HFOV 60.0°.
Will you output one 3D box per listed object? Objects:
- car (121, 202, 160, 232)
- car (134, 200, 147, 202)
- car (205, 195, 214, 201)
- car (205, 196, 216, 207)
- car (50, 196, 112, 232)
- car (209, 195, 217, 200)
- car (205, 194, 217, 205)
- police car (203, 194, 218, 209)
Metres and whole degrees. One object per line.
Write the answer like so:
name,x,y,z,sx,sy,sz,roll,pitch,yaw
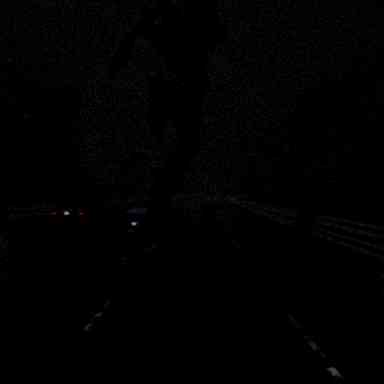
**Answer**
car,-3.078,1.541,20.329,1.812,1.442,4.674,0,0,2
car,-5.880,1.599,38.019,1.994,1.385,4.181,0,0,3
car,4.191,1.463,79.495,1.812,1.442,4.674,0,0,6
car,3.148,1.525,55.510,1.801,1.575,5.366,0,0,4
car,-6.582,1.235,20.331,2.150,2.045,5.566,0,0,2
car,6.010,1.573,95.229,1.994,1.385,4.181,0,0,7
car,3.593,1.307,61.258,2.150,2.045,5.566,0,0,5
police car,2.480,1.477,45.578,1.930,1.638,5.238,0,0,3
